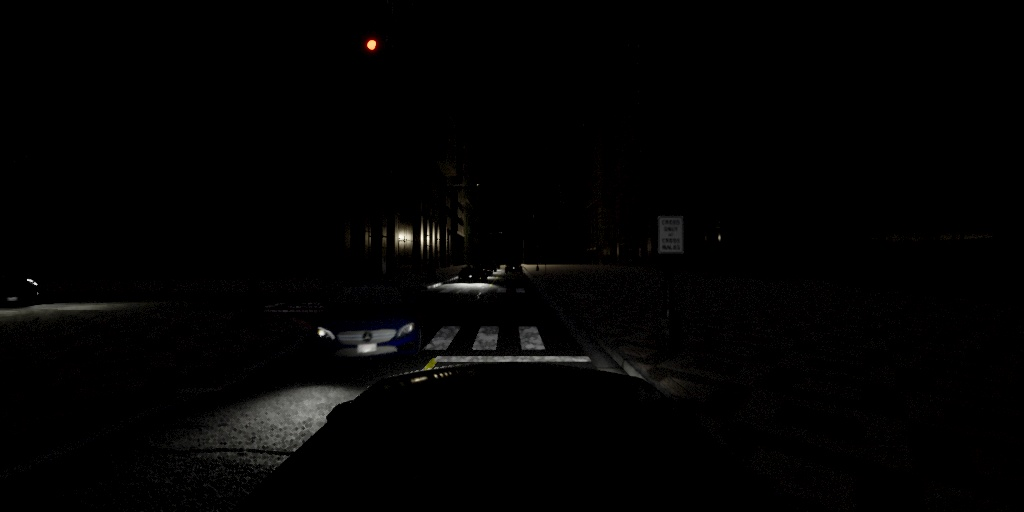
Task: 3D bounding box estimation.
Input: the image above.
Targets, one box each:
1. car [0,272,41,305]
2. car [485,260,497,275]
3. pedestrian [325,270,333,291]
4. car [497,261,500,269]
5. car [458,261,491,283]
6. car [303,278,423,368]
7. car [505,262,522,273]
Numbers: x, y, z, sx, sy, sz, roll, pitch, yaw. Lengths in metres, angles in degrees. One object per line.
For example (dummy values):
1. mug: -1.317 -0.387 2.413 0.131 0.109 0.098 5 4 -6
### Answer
1. car: -20.873 1.026 13.413 4.553 1.767 2.097 0 -1 0
2. car: -3.006 1.331 37.741 2.033 1.411 5.357 0 0 0
3. pedestrian: -9.962 0.974 19.605 0.375 1.860 0.375 0 -1 0
4. car: -2.973 1.321 47.594 1.837 1.490 4.892 0 0 0
5. car: -3.022 1.327 28.420 1.994 1.385 4.181 0 0 1
6. car: -3.235 1.275 8.197 1.812 1.442 4.674 1 0 -20
7. car: 0.209 1.367 44.064 1.994 1.385 4.181 0 0 0
